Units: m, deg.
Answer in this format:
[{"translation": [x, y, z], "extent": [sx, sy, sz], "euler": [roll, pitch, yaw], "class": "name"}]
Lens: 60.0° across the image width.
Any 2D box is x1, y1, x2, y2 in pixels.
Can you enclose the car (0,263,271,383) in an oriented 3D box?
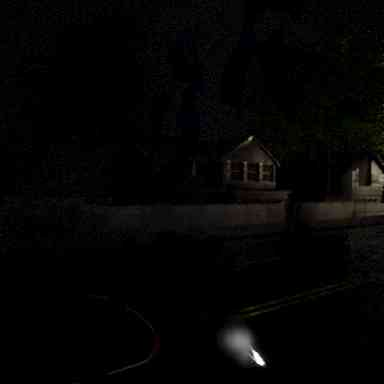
[{"translation": [-1.483, 1.355, 2.372], "extent": [4.553, 1.767, 2.097], "euler": [0, 0, -37], "class": "car"}]
